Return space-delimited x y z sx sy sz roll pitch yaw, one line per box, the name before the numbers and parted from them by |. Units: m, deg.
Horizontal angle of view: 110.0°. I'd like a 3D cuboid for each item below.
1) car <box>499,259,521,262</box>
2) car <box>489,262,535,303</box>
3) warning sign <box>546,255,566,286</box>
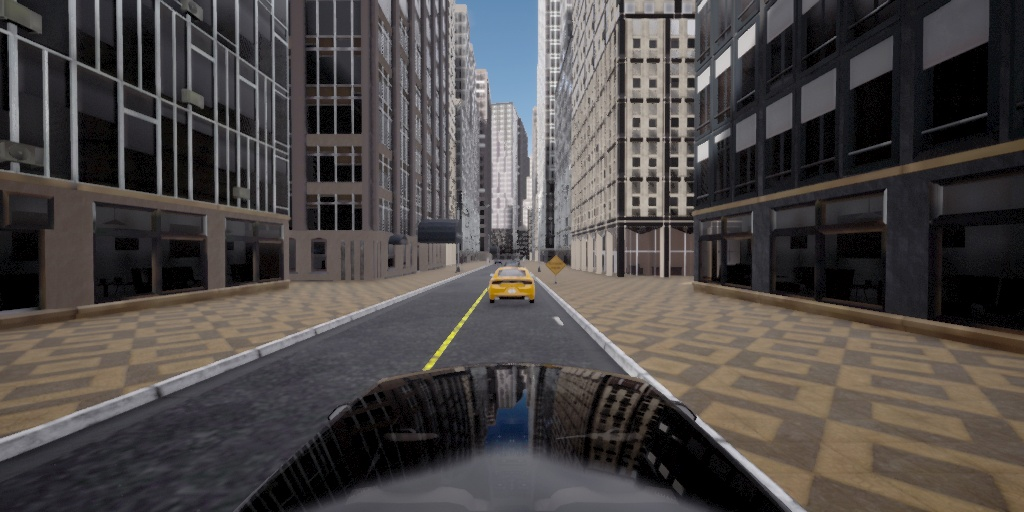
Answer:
car | 0.000 1.267 31.503 1.837 1.490 4.892 0 0 0
car | 0.000 1.231 16.501 1.882 1.535 5.008 0 0 0
warning sign | 2.717 0.861 22.332 1.300 1.860 1.060 0 0 0
